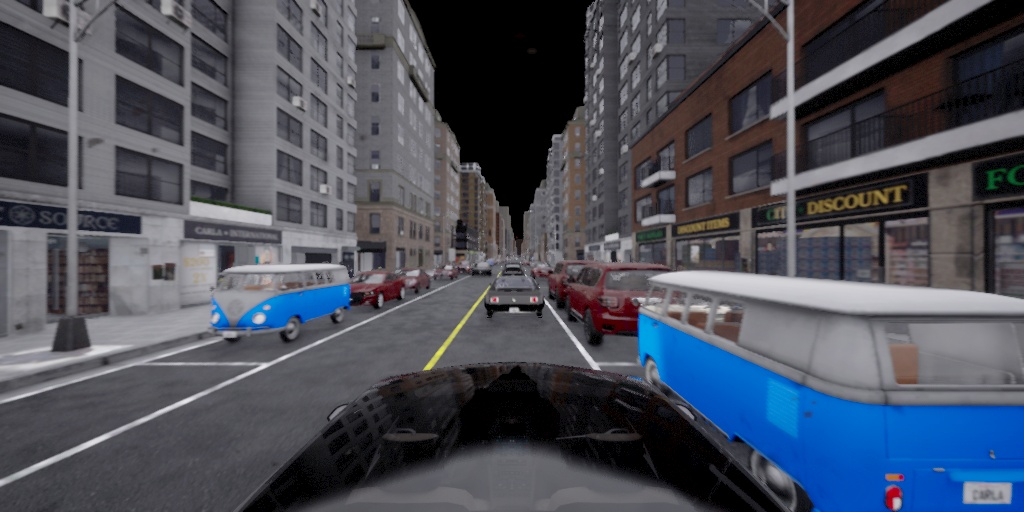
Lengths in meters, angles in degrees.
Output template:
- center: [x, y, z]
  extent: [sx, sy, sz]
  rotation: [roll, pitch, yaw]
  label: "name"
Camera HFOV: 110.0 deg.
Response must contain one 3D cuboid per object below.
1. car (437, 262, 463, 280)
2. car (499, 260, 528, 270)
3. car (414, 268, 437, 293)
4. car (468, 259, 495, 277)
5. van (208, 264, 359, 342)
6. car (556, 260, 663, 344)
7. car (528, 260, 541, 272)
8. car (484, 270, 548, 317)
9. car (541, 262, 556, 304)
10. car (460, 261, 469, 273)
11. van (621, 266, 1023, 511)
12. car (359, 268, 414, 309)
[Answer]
- center: [-5.849, 1.423, 32.148]
  extent: [1.802, 1.307, 4.207]
  rotation: [0, 0, 0]
  label: "car"
- center: [0.094, 1.335, 30.076]
  extent: [1.837, 1.490, 4.892]
  rotation: [0, 0, 0]
  label: "car"
- center: [-5.853, 1.375, 20.844]
  extent: [1.802, 1.307, 4.207]
  rotation: [0, 0, 0]
  label: "car"
- center: [-3.083, 1.344, 37.509]
  extent: [1.882, 1.535, 5.008]
  rotation: [0, 0, 0]
  label: "car"
- center: [-5.855, 1.107, 9.535]
  extent: [1.690, 1.789, 3.998]
  rotation: [0, 0, 0]
  label: "van"
- center: [2.670, 1.081, 9.518]
  extent: [2.192, 1.841, 5.009]
  rotation: [0, 0, 0]
  label: "car"
- center: [2.676, 1.280, 32.138]
  extent: [1.967, 1.591, 4.097]
  rotation: [0, 0, 0]
  label: "car"
- center: [0.084, 1.375, 13.204]
  extent: [1.895, 1.301, 4.718]
  rotation: [0, 0, 0]
  label: "car"
- center: [2.672, 1.092, 15.174]
  extent: [2.192, 1.841, 5.009]
  rotation: [0, 0, 0]
  label: "car"
- center: [-5.846, 1.334, 43.458]
  extent: [1.967, 1.591, 4.097]
  rotation: [0, 0, 0]
  label: "car"
- center: [2.668, 1.095, 3.861]
  extent: [1.690, 1.789, 3.998]
  rotation: [0, 0, 0]
  label: "van"
- center: [-5.854, 1.323, 15.190]
  extent: [1.888, 1.381, 4.507]
  rotation: [0, 0, 0]
  label: "car"
